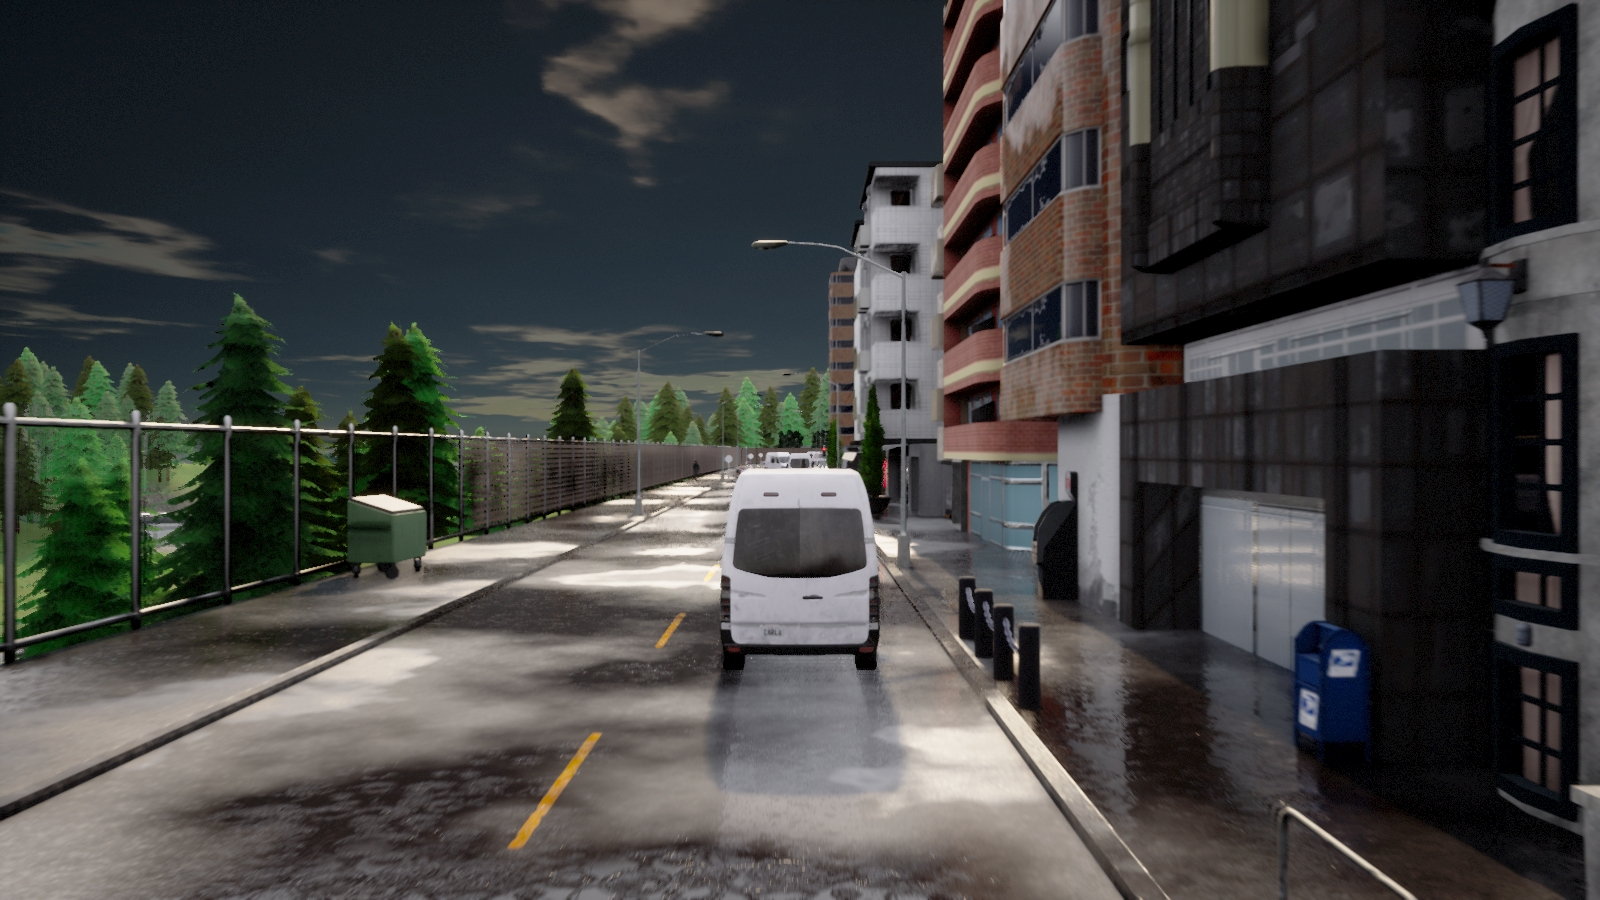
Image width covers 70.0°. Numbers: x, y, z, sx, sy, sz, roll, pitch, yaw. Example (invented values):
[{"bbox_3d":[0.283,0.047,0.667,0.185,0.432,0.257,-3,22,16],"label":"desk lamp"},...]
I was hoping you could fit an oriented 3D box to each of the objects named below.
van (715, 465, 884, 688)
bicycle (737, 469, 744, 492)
[{"bbox_3d":[-0.007,1.534,16.458,1.988,2.561,5.915,0,0,0],"label":"van"},{"bbox_3d":[-4.007,2.056,77.375,0.373,1.496,1.643,0,0,0],"label":"bicycle"}]
